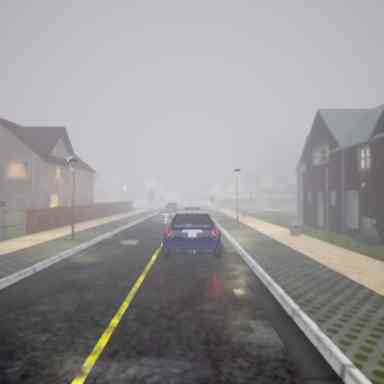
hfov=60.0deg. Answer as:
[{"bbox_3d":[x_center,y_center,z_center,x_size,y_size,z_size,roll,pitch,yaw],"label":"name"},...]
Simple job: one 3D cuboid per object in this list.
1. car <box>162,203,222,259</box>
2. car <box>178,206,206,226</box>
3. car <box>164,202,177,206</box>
[{"bbox_3d":[0.022,1.506,13.428,2.097,1.767,4.553,0,-1,0],"label":"car"},{"bbox_3d":[0.013,1.899,27.540,2.033,1.411,5.357,0,-1,0],"label":"car"},{"bbox_3d":[-2.762,2.172,46.560,1.837,1.490,4.892,0,-2,0],"label":"car"}]
